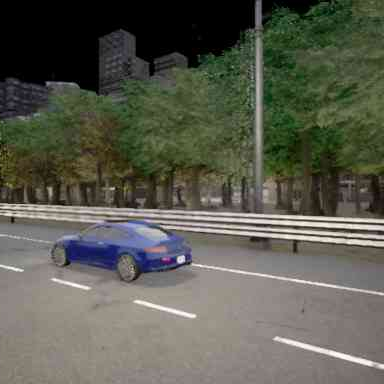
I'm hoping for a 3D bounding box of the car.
[{"bbox_3d":[-2.150,1.534,9.699,4.674,1.442,1.812,0,0,35],"label":"car"}]
